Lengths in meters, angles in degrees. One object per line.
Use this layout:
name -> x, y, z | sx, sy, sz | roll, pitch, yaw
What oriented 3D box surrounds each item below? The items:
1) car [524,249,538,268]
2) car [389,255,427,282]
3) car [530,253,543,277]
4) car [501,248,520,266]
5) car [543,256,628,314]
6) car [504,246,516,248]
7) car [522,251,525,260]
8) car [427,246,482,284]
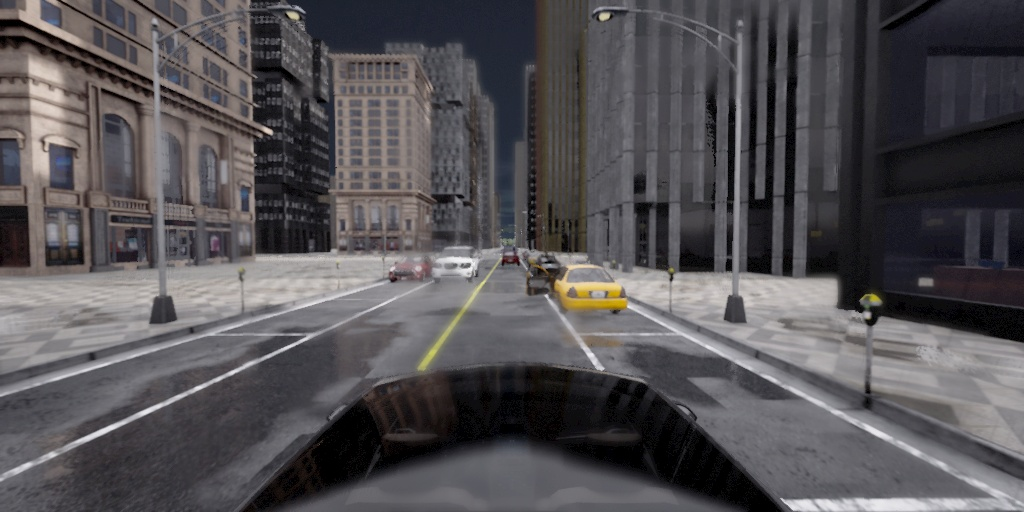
car -> 2.559, 0.272, 38.588 | 1.751, 1.417, 4.829 | 0, 0, 0
car -> -5.870, 0.655, 21.452 | 1.967, 1.591, 4.097 | 0, 0, 0
car -> 2.623, 0.624, 27.140 | 1.948, 1.339, 4.313 | 0, 0, 0
car -> -0.136, 0.212, 38.872 | 1.882, 1.535, 5.008 | 0, 2, 0
car -> 2.296, 0.924, 12.127 | 1.801, 1.575, 5.366 | 0, 2, 0
car -> -0.257, -0.362, 50.347 | 2.150, 2.045, 5.566 | 0, 2, 0
car -> 2.529, 0.140, 44.056 | 2.007, 1.370, 4.403 | 0, 0, 0
car -> -3.207, 0.436, 21.432 | 2.150, 2.045, 5.566 | 0, 2, 0
